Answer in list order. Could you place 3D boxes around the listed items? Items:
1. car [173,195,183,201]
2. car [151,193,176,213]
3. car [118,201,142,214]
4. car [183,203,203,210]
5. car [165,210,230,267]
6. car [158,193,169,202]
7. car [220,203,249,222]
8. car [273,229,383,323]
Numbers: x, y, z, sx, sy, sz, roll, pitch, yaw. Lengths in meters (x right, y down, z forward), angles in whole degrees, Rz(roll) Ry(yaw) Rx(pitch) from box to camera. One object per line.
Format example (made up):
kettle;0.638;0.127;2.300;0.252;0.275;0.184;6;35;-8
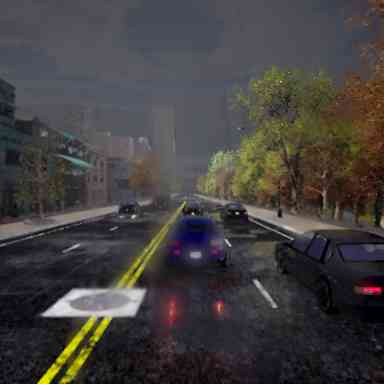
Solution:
car;-3.279;1.320;78.842;2.033;1.411;5.357;0;0;0
car;-3.352;1.302;37.916;2.150;2.045;5.566;0;0;0
car;-6.601;1.641;35.932;1.994;1.385;4.181;0;0;0
car;0.092;1.670;32.189;1.895;1.301;4.718;0;0;0
car;0.111;1.550;11.358;1.812;1.442;4.674;0;0;0
car;-6.520;1.302;76.604;2.150;2.045;5.566;0;0;0
car;3.341;1.605;26.956;2.033;1.411;5.357;0;0;0
car;3.348;1.564;7.566;2.033;1.411;5.357;0;0;0
